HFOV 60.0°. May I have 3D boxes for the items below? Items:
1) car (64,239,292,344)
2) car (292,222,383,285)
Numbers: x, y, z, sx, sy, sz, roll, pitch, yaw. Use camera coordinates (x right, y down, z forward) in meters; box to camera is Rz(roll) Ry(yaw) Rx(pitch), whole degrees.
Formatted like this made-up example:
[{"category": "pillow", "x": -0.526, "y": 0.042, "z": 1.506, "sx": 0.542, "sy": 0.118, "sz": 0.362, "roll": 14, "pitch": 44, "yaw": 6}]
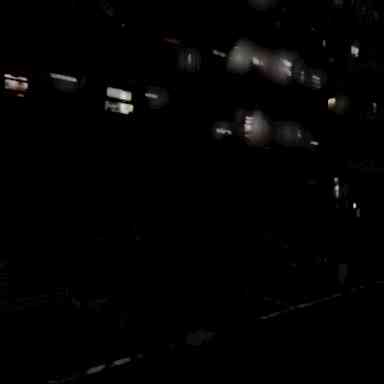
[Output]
[{"category": "car", "x": -0.224, "y": 1.607, "z": 6.392, "sx": 4.206, "sy": 1.307, "sz": 1.802, "roll": 1, "pitch": 0, "yaw": -35}, {"category": "car", "x": 4.409, "y": 1.612, "z": 9.697, "sx": 4.507, "sy": 1.381, "sz": 1.887, "roll": 1, "pitch": 0, "yaw": -35}]
